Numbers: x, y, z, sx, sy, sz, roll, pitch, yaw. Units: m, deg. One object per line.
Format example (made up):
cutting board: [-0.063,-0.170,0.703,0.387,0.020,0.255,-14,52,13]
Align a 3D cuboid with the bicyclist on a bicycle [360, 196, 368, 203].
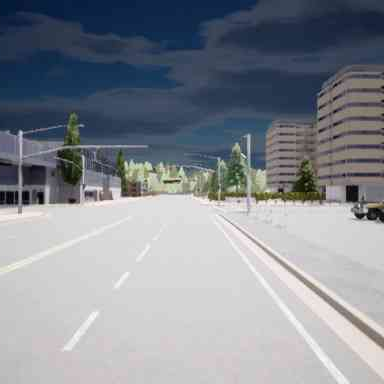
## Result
bicyclist on a bicycle: [17.941,1.277,34.707,0.582,1.620,1.656,0,0,-2]

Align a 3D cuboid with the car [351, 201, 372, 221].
car: [14.269,1.122,24.431,4.605,1.855,1.932,0,0,-2]

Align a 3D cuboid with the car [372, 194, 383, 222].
car: [14.289,1.124,21.536,3.866,1.878,1.905,0,0,-2]
